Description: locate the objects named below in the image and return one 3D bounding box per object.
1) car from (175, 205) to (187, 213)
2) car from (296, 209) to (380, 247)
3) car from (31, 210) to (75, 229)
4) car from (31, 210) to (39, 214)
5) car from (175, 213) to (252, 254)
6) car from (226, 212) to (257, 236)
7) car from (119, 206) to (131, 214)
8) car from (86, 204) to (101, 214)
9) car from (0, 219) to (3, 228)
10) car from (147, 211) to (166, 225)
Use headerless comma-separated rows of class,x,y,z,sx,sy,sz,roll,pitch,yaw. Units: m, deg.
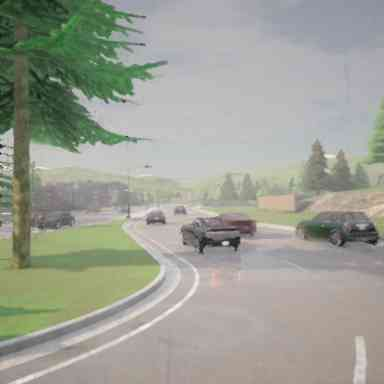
car,-2.082,3.195,59.844,2.097,1.767,4.553,-1,-1,-3
car,7.419,1.753,17.498,2.097,1.767,4.553,-1,-2,-14
car,-13.032,2.711,32.184,1.837,1.490,4.892,-1,0,6
car,-16.305,2.718,35.412,2.097,1.767,4.553,-1,-2,1
car,0.735,1.968,15.988,2.128,1.511,4.902,0,-2,-15
car,2.573,2.110,22.303,1.882,1.535,5.008,-1,-2,-16
car,-14.341,3.699,71.369,2.097,1.767,4.553,-1,-2,-3
car,-21.429,3.731,72.721,2.150,2.045,5.566,-1,-2,-3
car,-20.125,2.887,31.657,1.994,1.385,4.181,-1,-2,8
car,-3.859,2.724,36.040,1.994,1.385,4.181,-1,-2,-7
